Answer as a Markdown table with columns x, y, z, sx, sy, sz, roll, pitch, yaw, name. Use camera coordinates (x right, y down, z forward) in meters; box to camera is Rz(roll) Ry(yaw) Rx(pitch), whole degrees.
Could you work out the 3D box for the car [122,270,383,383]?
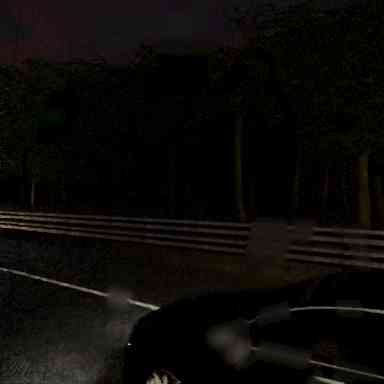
| x | y | z | sx | sy | sz | roll | pitch | yaw | name |
| --- | --- | --- | --- | --- | --- | --- | --- | --- | --- |
| 1.477 | 1.502 | 2.928 | 4.892 | 1.490 | 1.837 | -1 | -1 | 35 | car |
